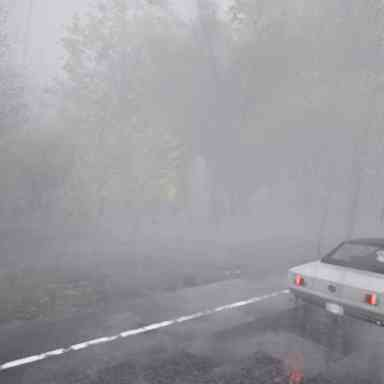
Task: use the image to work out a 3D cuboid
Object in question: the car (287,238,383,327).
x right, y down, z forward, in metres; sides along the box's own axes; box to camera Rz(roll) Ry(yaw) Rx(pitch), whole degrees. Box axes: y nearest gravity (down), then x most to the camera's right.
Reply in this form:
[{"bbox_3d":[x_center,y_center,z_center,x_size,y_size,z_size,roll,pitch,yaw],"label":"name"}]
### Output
[{"bbox_3d":[4.134,1.608,6.693,4.718,1.301,1.895,0,0,-35],"label":"car"}]
